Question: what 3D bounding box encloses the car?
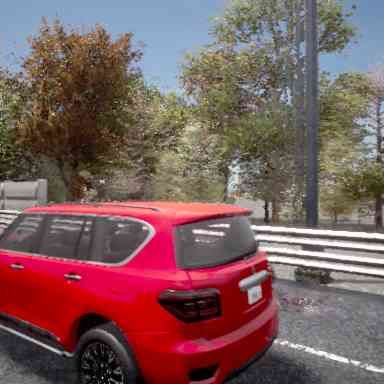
[{"bbox_3d":[-1.524,1.159,5.007,5.566,2.045,2.150,0,0,36],"label":"car"}]
